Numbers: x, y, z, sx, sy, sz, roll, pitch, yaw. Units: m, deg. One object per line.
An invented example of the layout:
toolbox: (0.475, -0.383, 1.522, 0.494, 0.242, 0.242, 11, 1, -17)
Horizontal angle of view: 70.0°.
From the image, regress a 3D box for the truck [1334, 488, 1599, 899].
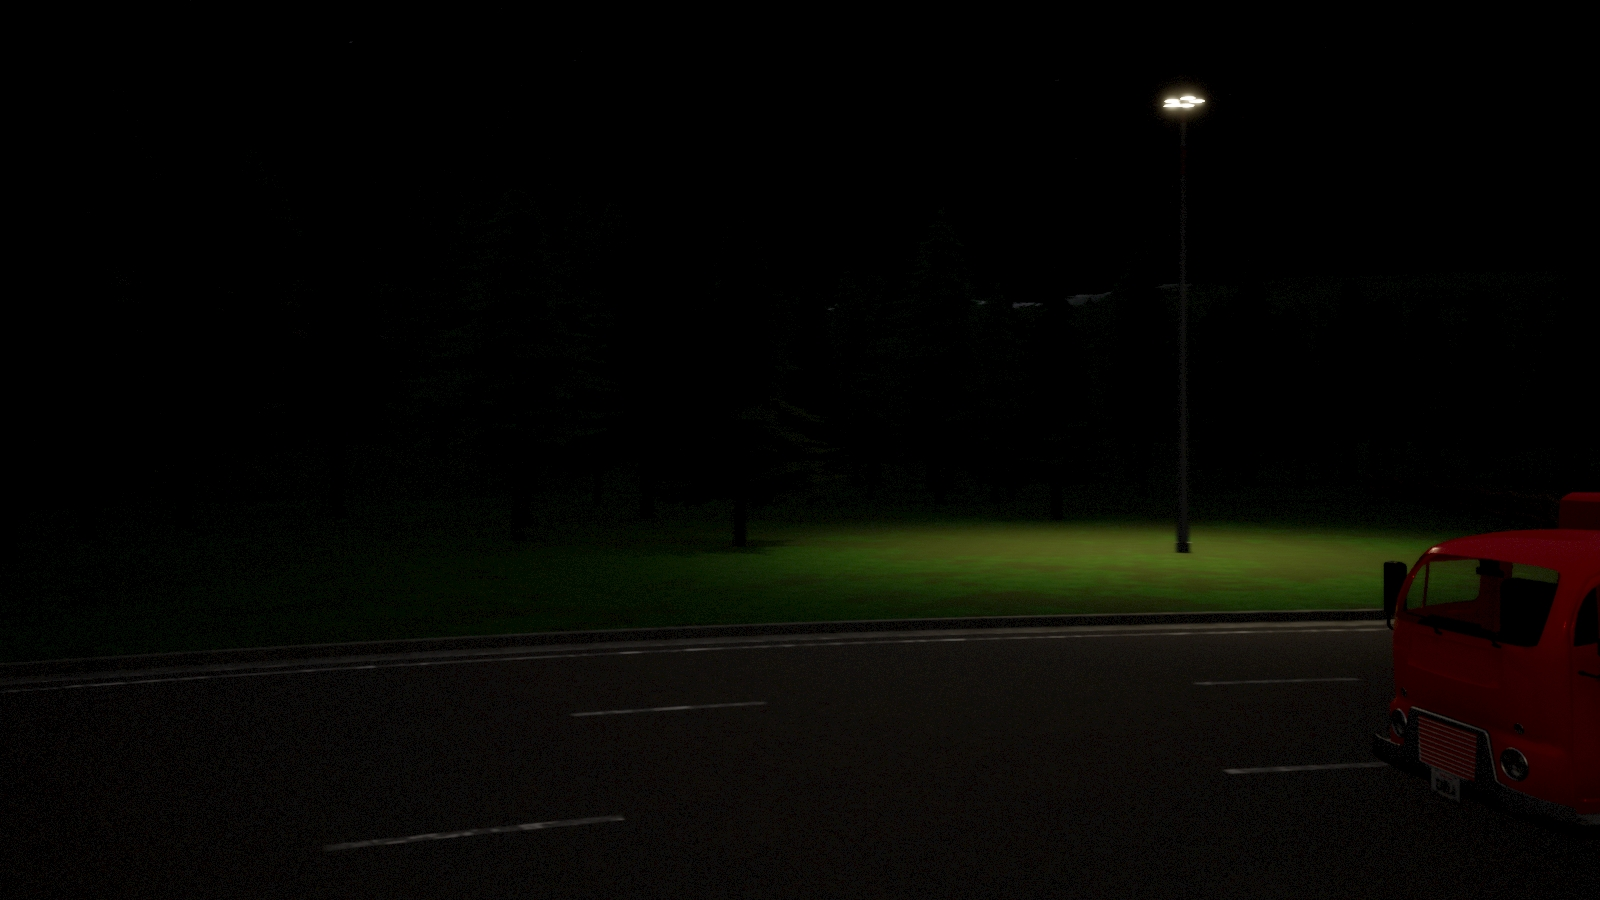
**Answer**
truck: (7.173, 1.561, 8.507, 5.204, 2.467, 2.627, 0, 0, -8)
